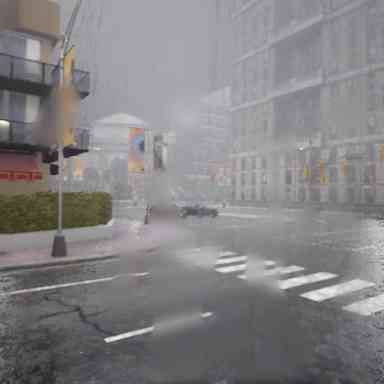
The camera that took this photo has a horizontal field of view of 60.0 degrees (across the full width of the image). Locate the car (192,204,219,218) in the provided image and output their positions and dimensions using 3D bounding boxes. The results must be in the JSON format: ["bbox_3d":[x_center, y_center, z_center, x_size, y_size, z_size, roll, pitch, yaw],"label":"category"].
[{"bbox_3d":[0.560,1.845,32.932,1.895,1.301,4.718,1,-1,-35],"label":"car"}]

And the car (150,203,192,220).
[{"bbox_3d":[-2.289,1.726,30.902,1.812,1.442,4.674,1,-1,-35],"label":"car"}]
